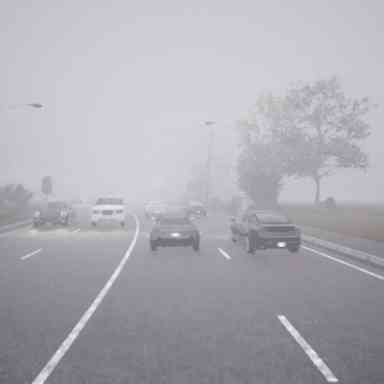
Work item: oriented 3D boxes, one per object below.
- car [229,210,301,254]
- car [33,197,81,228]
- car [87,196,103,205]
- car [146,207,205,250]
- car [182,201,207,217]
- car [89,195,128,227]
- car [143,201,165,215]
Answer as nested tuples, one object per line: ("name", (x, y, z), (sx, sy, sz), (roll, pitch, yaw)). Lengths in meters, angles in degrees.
("car", (2.791, 1.508, 13.572), (1.837, 1.490, 4.892), (0, 0, -5))
("car", (-9.197, 1.379, 22.691), (2.097, 1.767, 4.553), (0, 0, -10))
("car", (-18.430, 1.560, 63.237), (2.128, 1.511, 4.902), (0, 0, -25))
("car", (-0.812, 1.574, 14.447), (1.994, 1.385, 4.181), (0, 0, -6))
("car", (0.091, 1.546, 31.048), (1.812, 1.442, 4.674), (0, 0, -12))
("car", (-5.762, 1.244, 23.530), (2.150, 2.045, 5.566), (0, 0, -10))
("car", (-3.544, 1.550, 31.323), (1.812, 1.442, 4.674), (0, 0, -12))
